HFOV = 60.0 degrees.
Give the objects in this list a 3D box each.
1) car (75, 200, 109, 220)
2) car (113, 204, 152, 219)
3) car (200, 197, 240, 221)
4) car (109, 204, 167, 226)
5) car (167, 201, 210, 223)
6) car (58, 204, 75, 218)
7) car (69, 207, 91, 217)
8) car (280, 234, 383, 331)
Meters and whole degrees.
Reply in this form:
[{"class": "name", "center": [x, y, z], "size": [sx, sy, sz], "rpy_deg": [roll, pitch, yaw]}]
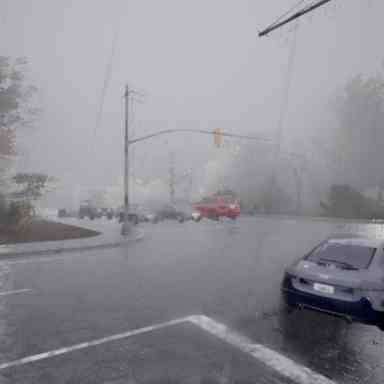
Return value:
[{"class": "car", "center": [-9.770, 1.770, 33.721], "size": [2.150, 2.045, 5.566], "rpy_deg": [0, -3, -34]}, {"class": "car", "center": [-6.324, 2.014, 34.867], "size": [2.128, 1.511, 4.902], "rpy_deg": [0, -3, -34]}, {"class": "car", "center": [1.833, 1.448, 29.259], "size": [2.150, 2.045, 5.566], "rpy_deg": [0, -2, -33]}, {"class": "car", "center": [-4.242, 1.690, 25.467], "size": [2.128, 1.511, 4.902], "rpy_deg": [0, -2, -34]}, {"class": "car", "center": [-1.105, 1.697, 27.057], "size": [2.128, 1.511, 4.902], "rpy_deg": [0, -2, -35]}, {"class": "car", "center": [-15.452, 2.409, 42.217], "size": [2.097, 1.767, 4.553], "rpy_deg": [0, -3, -34]}, {"class": "car", "center": [-17.399, 3.070, 51.478], "size": [2.033, 1.411, 5.357], "rpy_deg": [0, -3, -33]}, {"class": "car", "center": [3.629, 1.596, 7.024], "size": [1.994, 1.385, 4.181], "rpy_deg": [0, 0, 45]}]
